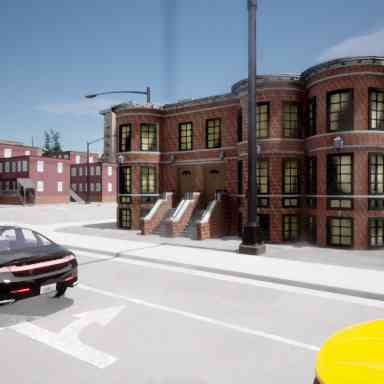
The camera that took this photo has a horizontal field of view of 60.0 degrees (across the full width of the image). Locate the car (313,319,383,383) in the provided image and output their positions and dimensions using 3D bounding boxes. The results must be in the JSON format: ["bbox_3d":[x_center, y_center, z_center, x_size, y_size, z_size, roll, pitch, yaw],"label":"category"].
[{"bbox_3d":[3.228,1.478,1.692,5.008,1.535,1.882,0,0,36],"label":"car"}]

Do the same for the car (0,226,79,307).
[{"bbox_3d":[-4.540,1.492,7.241,4.902,1.511,2.128,0,0,34],"label":"car"}]
